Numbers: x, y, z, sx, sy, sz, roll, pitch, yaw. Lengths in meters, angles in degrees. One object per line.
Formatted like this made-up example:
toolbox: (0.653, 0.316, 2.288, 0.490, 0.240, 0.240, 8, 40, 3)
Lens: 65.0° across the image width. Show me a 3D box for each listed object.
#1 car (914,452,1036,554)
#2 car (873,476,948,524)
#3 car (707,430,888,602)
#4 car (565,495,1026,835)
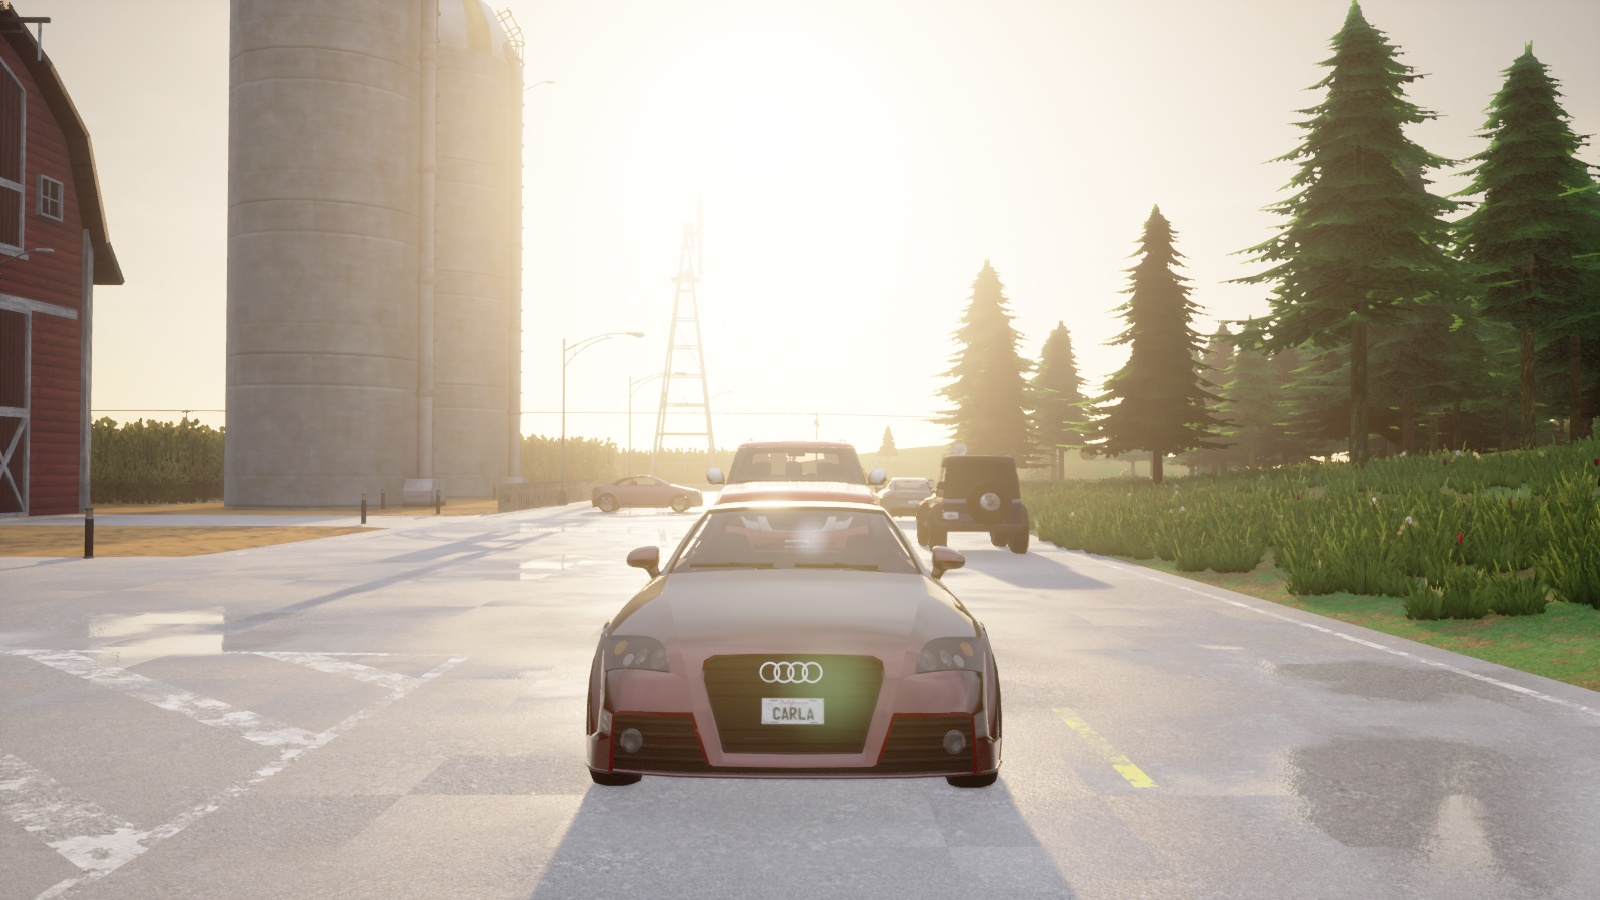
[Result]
car: (3.434, 1.020, 25.287, 1.905, 1.878, 3.866, 0, -1, 0)
car: (3.398, 1.524, 39.367, 1.994, 1.385, 4.181, 0, -1, 0)
car: (-0.049, 0.832, 17.781, 2.150, 2.045, 5.566, 0, -1, 0)
car: (-0.017, 1.005, 7.538, 1.994, 1.385, 4.181, 0, -1, 0)
